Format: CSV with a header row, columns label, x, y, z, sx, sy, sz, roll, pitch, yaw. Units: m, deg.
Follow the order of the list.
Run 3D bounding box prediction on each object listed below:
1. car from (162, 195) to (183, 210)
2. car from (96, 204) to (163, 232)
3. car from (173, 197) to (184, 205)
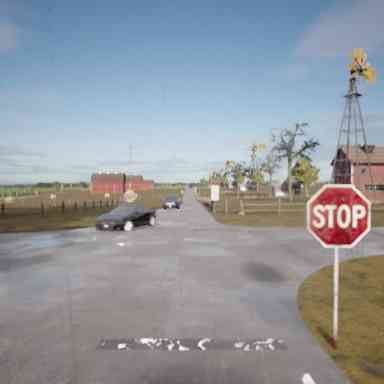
label,x,y,z,sx,sy,sz,roll,pitch,yaw
car,-2.758,1.421,45.426,2.150,2.045,5.566,0,1,0
car,-3.853,1.523,20.376,1.882,1.535,5.008,0,1,19
car,-2.765,1.870,69.753,2.033,1.411,5.357,0,-1,0
